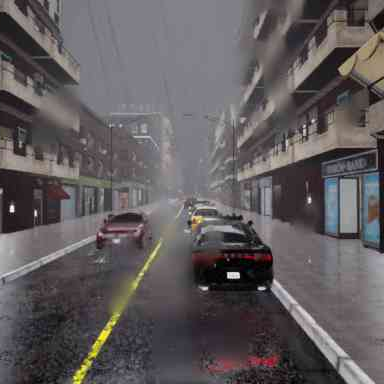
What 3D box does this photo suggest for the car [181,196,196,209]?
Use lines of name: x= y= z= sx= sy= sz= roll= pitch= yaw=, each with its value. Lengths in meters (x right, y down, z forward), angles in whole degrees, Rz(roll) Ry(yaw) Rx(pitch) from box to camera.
car: x=-0.043 y=1.504 z=47.585 sx=2.097 sy=1.767 sz=4.553 roll=0 pitch=0 yaw=0

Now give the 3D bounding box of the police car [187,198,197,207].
police car: x=0.789 y=1.485 z=25.127 sx=1.930 sy=1.638 sz=5.238 roll=0 pitch=0 yaw=0

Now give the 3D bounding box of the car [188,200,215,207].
car: x=0.798 y=1.494 z=19.207 sx=1.801 sy=1.575 sz=5.366 roll=0 pitch=0 yaw=0

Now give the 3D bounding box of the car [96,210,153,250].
car: x=-2.770 y=1.549 z=14.543 sx=1.812 sy=1.442 sz=4.674 roll=0 pitch=0 yaw=0

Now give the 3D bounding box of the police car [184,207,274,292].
police car: x=0.813 y=1.437 z=9.125 sx=1.930 sy=1.638 sz=5.238 roll=0 pitch=0 yaw=0
